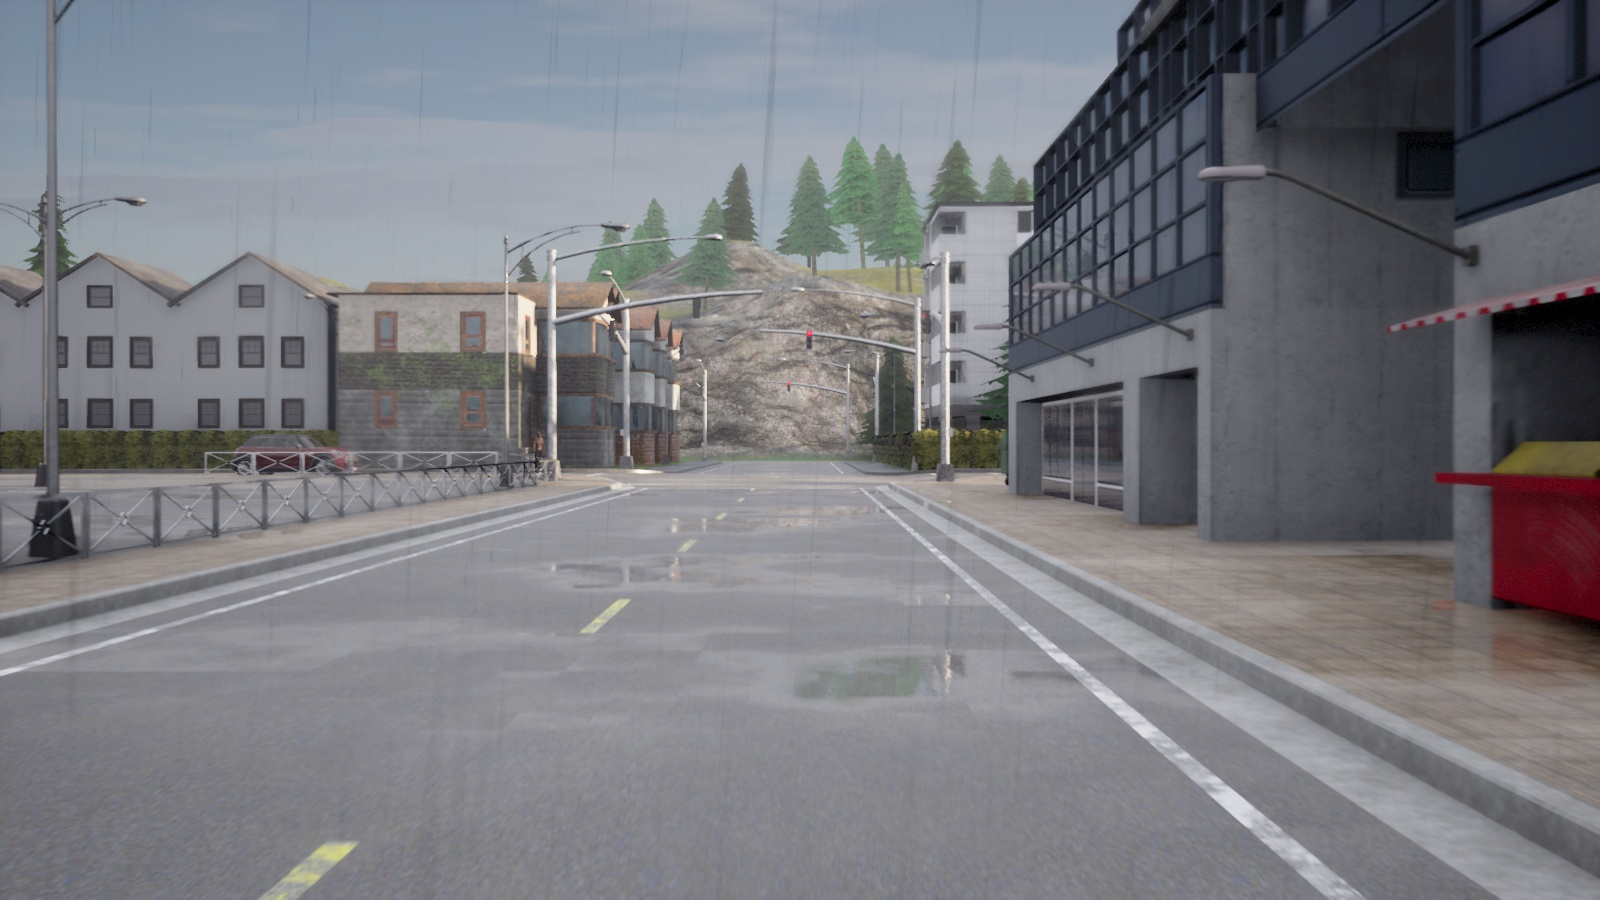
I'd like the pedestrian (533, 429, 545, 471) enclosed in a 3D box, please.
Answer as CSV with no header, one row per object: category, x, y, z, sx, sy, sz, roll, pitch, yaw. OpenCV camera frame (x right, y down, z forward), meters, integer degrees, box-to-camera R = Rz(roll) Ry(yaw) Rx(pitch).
pedestrian,-11.351,0.005,54.610,0.328,1.805,0.869,0,0,-24

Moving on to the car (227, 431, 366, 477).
car,-19.562,0.137,48.903,4.553,1.767,2.097,0,0,0
